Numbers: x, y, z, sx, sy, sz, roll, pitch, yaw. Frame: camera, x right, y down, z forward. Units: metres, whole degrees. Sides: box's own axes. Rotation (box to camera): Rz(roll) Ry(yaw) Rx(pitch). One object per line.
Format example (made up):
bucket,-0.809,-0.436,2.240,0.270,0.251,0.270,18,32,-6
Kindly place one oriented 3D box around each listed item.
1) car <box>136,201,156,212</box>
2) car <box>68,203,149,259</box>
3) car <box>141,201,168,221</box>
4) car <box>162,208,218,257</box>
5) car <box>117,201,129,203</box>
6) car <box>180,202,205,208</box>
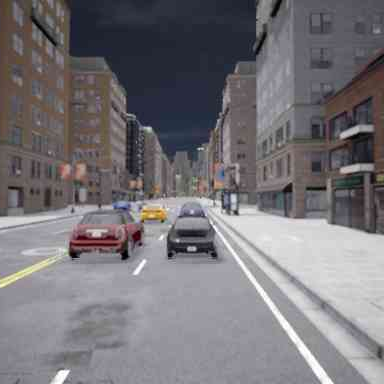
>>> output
car,-6.525,2.010,47.548,2.128,1.511,4.902,0,-1,0
car,-3.235,1.495,13.445,2.097,1.767,4.553,0,-1,0
car,-3.230,1.792,29.246,1.882,1.535,5.008,0,0,0
car,0.015,1.651,13.498,1.837,1.490,4.892,0,0,0
car,-9.782,1.987,46.821,1.882,1.535,5.008,0,-1,1
car,0.014,1.657,28.445,2.097,1.767,4.553,0,-1,0
